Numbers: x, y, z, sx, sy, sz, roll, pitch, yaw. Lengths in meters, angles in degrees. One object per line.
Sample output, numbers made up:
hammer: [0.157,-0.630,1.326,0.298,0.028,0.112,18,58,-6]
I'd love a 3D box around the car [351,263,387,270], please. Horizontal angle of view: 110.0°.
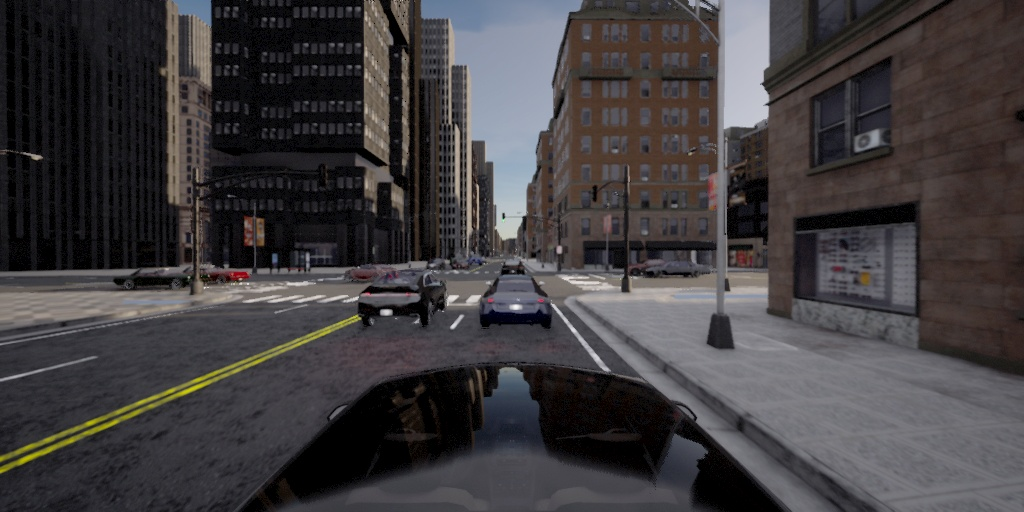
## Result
car: [-10.704,1.237,27.261,4.181,1.385,1.994,0,0,25]

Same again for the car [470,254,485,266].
car: [-6.511,0.685,63.664,2.150,2.045,5.566,0,0,0]

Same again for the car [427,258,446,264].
car: [-9.844,1.025,46.617,2.128,1.511,4.902,0,1,-1]

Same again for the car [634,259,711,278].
car: [13.272,1.037,29.382,5.357,1.411,2.033,0,0,0]

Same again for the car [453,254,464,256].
car: [-9.756,0.682,64.418,2.150,2.045,5.566,0,0,0]

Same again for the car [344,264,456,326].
car: [-3.248,1.193,11.420,2.128,1.511,4.902,0,0,-2]

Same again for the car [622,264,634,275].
car: [12.448,0.999,32.627,4.674,1.442,1.812,0,0,0]

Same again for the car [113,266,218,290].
car: [-21.814,1.394,22.557,4.718,1.301,1.895,0,0,0]

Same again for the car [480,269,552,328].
car: [0.100,1.267,11.170,1.994,1.385,4.181,0,0,0]

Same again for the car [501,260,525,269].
car: [0.090,1.046,30.939,1.882,1.535,5.008,0,0,0]

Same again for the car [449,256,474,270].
car: [-6.579,1.098,46.698,1.994,1.385,4.181,0,0,1]

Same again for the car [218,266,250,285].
car: [-21.728,1.371,25.808,4.718,1.301,1.895,0,0,0]
